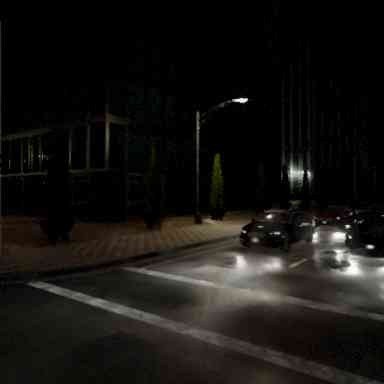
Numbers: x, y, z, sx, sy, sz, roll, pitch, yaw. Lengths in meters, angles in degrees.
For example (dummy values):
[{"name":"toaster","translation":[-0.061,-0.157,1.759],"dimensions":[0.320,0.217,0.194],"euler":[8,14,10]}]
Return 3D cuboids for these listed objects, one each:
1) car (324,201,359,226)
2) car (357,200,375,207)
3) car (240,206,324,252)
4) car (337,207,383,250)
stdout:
[{"name":"car","translation":[9.299,1.546,21.756],"dimensions":[1.812,1.442,4.674],"euler":[0,0,36]},{"name":"car","translation":[15.359,1.507,29.957],"dimensions":[2.128,1.511,4.902],"euler":[0,0,37]},{"name":"car","translation":[3.784,1.517,14.307],"dimensions":[2.128,1.511,4.902],"euler":[0,0,36]},{"name":"car","translation":[7.943,1.569,14.046],"dimensions":[2.033,1.411,5.357],"euler":[0,0,36]}]
